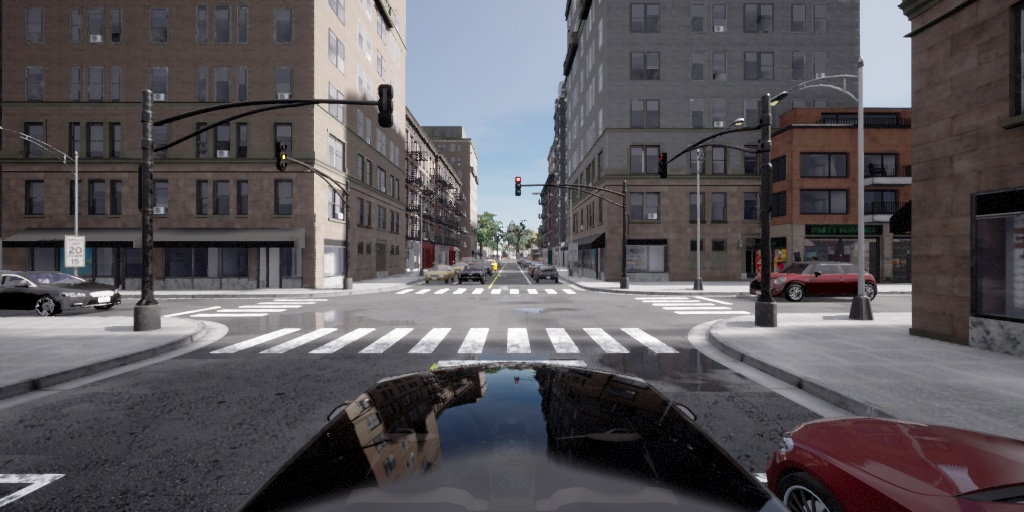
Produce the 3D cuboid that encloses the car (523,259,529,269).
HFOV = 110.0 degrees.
[{"bbox_3d":[2.562,1.303,38.768,2.007,1.370,4.403,0,0,0],"label":"car"}]

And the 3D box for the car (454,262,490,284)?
[{"bbox_3d":[-2.884,1.352,26.689,1.895,1.301,4.718,0,0,-1],"label":"car"}]

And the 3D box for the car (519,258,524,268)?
[{"bbox_3d":[2.528,1.306,55.213,2.007,1.370,4.403,0,0,0],"label":"car"}]

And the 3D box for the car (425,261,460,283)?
[{"bbox_3d":[-5.468,1.277,27.618,1.751,1.417,4.829,0,0,0],"label":"car"}]

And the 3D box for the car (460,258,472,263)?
[{"bbox_3d":[-5.487,1.278,38.581,1.751,1.417,4.829,0,0,0],"label":"car"}]

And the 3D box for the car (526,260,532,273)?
[{"bbox_3d":[2.573,1.297,33.286,1.888,1.381,4.507,0,0,0],"label":"car"}]

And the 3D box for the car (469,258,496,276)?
[{"bbox_3d":[-2.921,1.257,36.808,1.837,1.490,4.892,0,0,0],"label":"car"}]

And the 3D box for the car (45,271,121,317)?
[{"bbox_3d":[-17.092,1.310,12.928,4.902,1.511,2.128,0,0,1],"label":"car"}]

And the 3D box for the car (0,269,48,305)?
[{"bbox_3d":[-24.138,1.359,15.845,4.892,1.490,1.837,0,0,0],"label":"car"}]

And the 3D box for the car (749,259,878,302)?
[{"bbox_3d":[13.229,1.036,15.979,4.553,1.767,2.097,0,0,0],"label":"car"}]

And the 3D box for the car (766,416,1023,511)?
[{"bbox_3d":[2.640,1.332,0.796,1.802,1.307,4.207,0,0,0],"label":"car"}]

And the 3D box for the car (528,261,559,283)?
[{"bbox_3d":[2.584,1.302,27.804,2.007,1.370,4.403,0,0,0],"label":"car"}]

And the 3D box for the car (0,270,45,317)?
[{"bbox_3d":[-5.399,1.065,0.780,2.192,1.841,5.009,0,0,0],"label":"car"}]

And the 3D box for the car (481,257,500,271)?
[{"bbox_3d":[-2.930,1.232,47.305,1.882,1.535,5.008,0,0,0],"label":"car"}]
